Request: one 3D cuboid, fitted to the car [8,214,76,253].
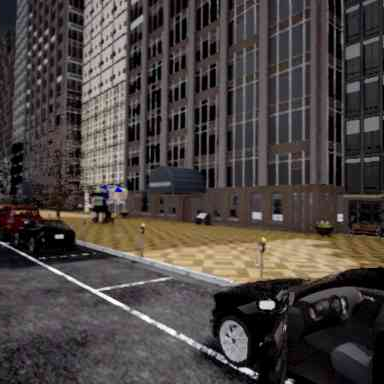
[{"bbox_3d":[-6.841,1.923,15.426,1.947,1.339,4.313,3,-2,-40],"label":"car"}]

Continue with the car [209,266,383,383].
[{"bbox_3d":[2.315,1.648,3.954,1.882,1.535,5.008,2,-2,-40],"label":"car"}]

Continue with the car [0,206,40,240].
[{"bbox_3d":[-10.387,1.738,19.684,2.192,1.841,5.009,3,-2,-40],"label":"car"}]
